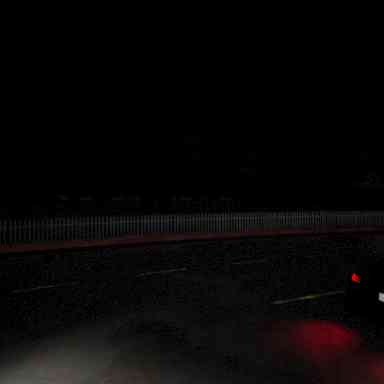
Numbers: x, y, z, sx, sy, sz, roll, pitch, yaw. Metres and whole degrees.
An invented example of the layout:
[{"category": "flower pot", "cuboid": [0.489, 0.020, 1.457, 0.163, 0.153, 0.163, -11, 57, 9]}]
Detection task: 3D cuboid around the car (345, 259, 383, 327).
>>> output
[{"category": "car", "cuboid": [4.758, 1.564, 5.749, 4.181, 1.385, 1.994, 0, 0, -24]}]
